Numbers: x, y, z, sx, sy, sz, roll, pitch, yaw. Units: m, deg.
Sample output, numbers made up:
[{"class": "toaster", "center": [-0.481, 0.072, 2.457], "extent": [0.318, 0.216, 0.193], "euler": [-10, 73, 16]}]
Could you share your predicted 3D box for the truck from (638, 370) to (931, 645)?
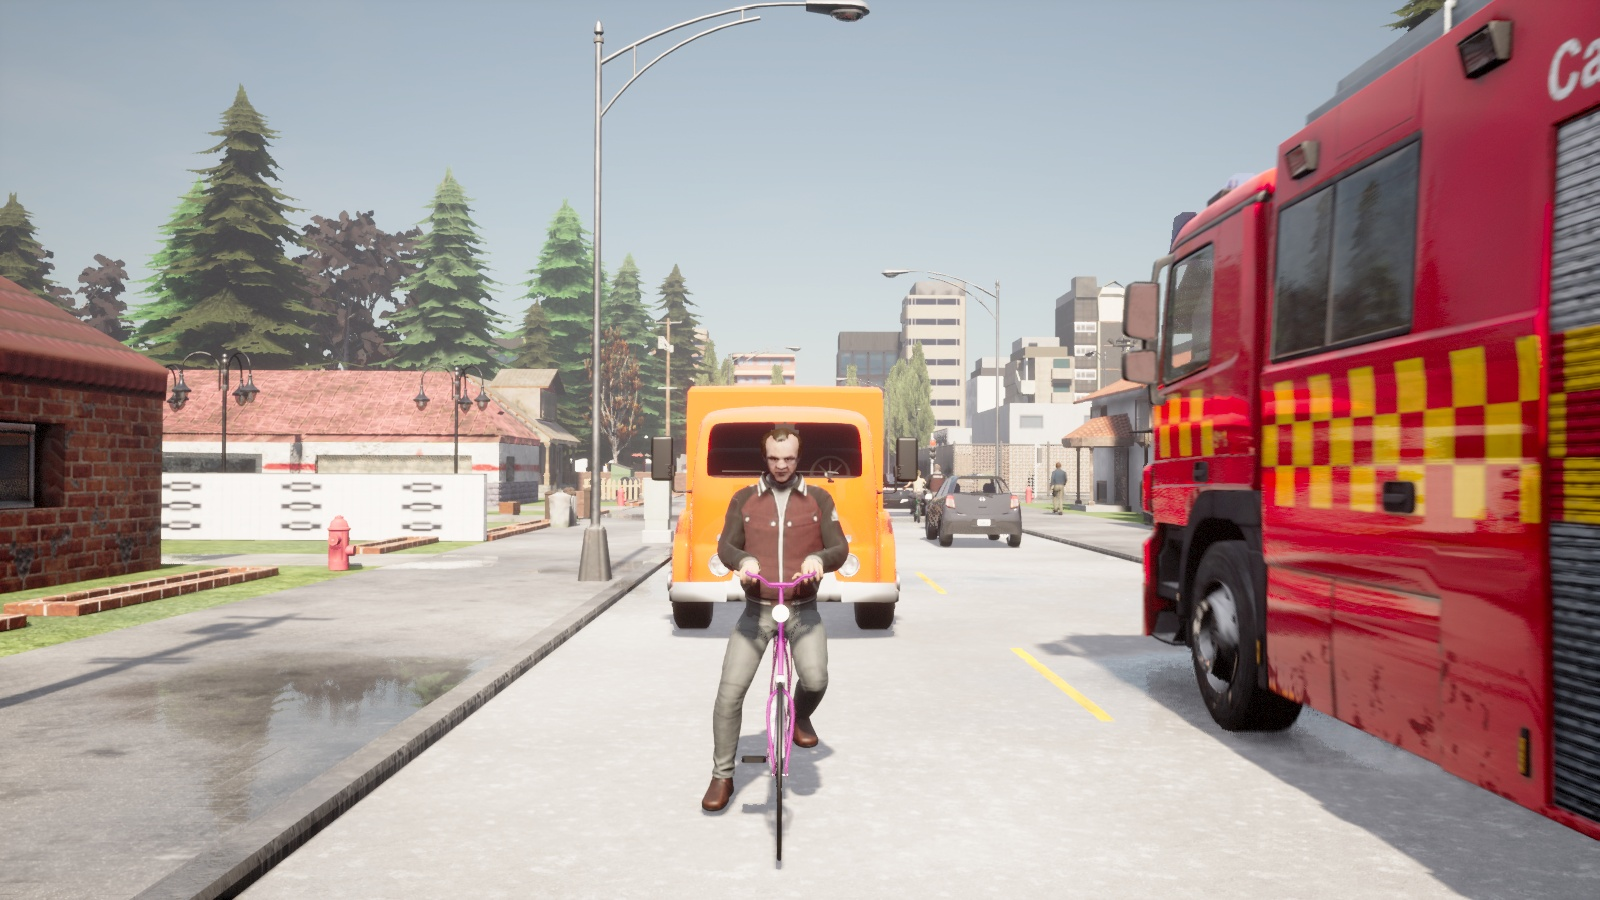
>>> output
[{"class": "truck", "center": [-0.168, 0.562, 13.922], "extent": [2.627, 2.467, 5.204], "euler": [0, -1, -1]}]

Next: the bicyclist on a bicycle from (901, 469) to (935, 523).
[{"class": "bicyclist on a bicycle", "center": [3.580, 1.378, 38.293], "extent": [0.866, 1.612, 1.509], "euler": [0, -1, -1]}]

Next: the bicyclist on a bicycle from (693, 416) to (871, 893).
[{"class": "bicyclist on a bicycle", "center": [-0.079, 0.780, 5.614], "extent": [0.659, 1.776, 1.843], "euler": [0, -1, -1]}]

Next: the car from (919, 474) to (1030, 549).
[{"class": "car", "center": [3.697, 1.269, 27.173], "extent": [1.845, 1.501, 3.633], "euler": [0, -1, -1]}]

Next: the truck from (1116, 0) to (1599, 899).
[{"class": "truck", "center": [3.918, -0.275, 5.404], "extent": [2.891, 3.827, 8.468], "euler": [0, -1, 0]}]

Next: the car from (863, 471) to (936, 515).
[{"class": "car", "center": [3.519, 1.516, 45.323], "extent": [2.128, 1.511, 4.902], "euler": [0, -1, -1]}]

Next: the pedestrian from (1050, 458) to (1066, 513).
[{"class": "pedestrian", "center": [8.745, 1.202, 42.574], "extent": [0.370, 1.835, 0.726], "euler": [0, -1, 0]}]
